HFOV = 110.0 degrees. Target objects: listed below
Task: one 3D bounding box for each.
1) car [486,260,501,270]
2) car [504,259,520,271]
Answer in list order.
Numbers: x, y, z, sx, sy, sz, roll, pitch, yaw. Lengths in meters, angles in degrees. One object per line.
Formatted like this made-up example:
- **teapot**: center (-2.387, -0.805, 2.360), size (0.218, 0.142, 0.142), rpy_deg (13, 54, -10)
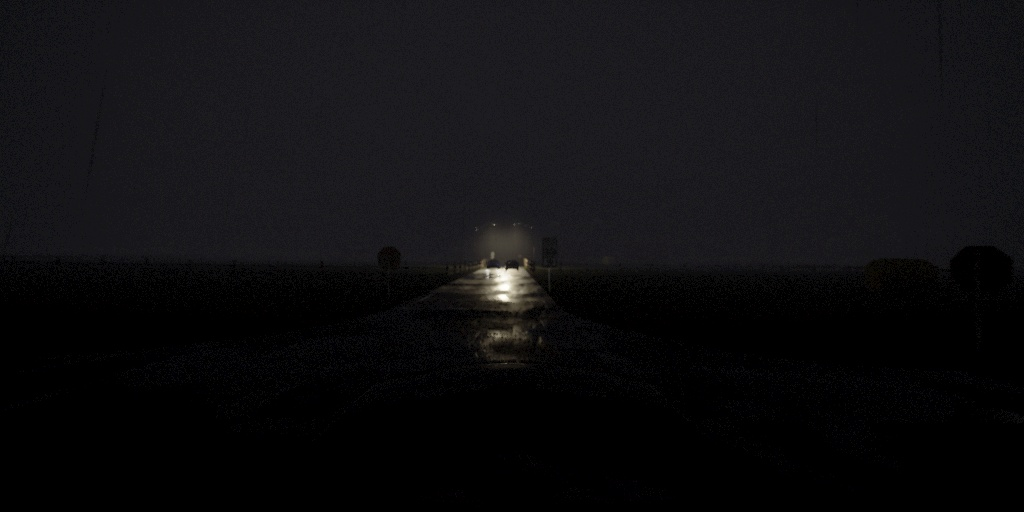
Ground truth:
- **car**: center (-2.728, 1.262, 53.901), size (1.812, 1.442, 4.674), rpy_deg (0, 0, 0)
- **car**: center (0.022, 1.241, 48.448), size (1.837, 1.490, 4.892), rpy_deg (0, 0, 0)
